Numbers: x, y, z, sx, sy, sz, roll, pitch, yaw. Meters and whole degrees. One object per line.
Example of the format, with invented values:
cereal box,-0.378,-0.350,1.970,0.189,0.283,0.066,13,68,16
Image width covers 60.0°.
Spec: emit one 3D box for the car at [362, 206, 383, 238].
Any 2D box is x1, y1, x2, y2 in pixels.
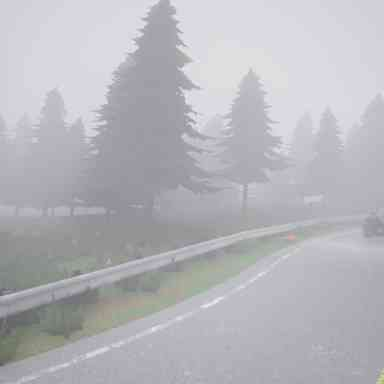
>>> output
car,9.779,1.347,15.770,5.008,1.535,1.882,0,0,-44
